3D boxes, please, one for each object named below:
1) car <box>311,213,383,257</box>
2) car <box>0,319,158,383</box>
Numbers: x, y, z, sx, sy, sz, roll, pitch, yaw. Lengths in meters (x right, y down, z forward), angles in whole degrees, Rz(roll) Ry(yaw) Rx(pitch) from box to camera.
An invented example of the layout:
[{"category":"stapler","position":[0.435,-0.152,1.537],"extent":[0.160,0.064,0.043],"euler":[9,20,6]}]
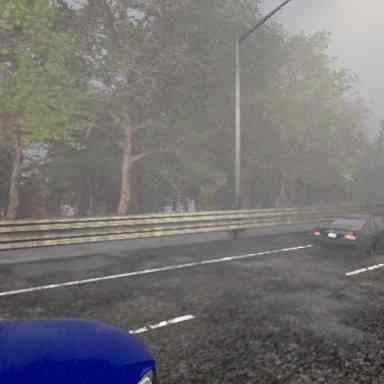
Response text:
[{"category":"car","position":[6.911,1.553,13.064],"extent":[5.357,1.411,2.033],"euler":[0,0,-36]},{"category":"car","position":[-2.411,1.527,2.037],"extent":[4.674,1.442,1.812],"euler":[0,0,-36]}]
